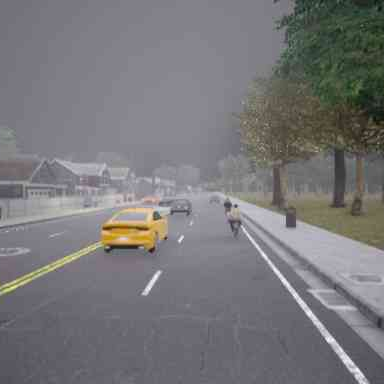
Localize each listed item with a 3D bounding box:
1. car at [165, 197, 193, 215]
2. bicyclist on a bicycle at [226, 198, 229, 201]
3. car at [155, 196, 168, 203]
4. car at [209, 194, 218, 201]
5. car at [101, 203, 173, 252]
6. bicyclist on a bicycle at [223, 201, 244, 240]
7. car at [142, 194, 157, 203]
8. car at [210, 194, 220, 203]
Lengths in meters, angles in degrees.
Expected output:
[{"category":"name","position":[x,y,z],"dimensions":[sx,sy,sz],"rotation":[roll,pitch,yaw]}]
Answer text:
[{"category":"car","position":[-0.977,1.418,32.024],"dimensions":[2.033,1.411,5.357],"rotation":[0,0,4]},{"category":"bicyclist on a bicycle","position":[2.549,1.275,23.724],"dimensions":[0.659,1.776,1.843],"rotation":[0,1,4]},{"category":"car","position":[-3.486,1.416,46.874],"dimensions":[1.895,1.301,4.718],"rotation":[0,0,4]},{"category":"car","position":[4.875,1.191,74.321],"dimensions":[1.882,1.535,5.008],"rotation":[0,0,4]},{"category":"car","position":[-2.147,1.418,13.642],"dimensions":[1.882,1.535,5.008],"rotation":[0,0,4]},{"category":"bicyclist on a bicycle","position":[2.051,1.372,15.655],"dimensions":[0.866,1.612,1.509],"rotation":[0,0,3]},{"category":"car","position":[-6.413,1.147,51.942],"dimensions":[2.097,1.767,4.553],"rotation":[0,0,4]},{"category":"car","position":[4.141,1.313,61.195],"dimensions":[2.033,1.411,5.357],"rotation":[0,0,3]}]
